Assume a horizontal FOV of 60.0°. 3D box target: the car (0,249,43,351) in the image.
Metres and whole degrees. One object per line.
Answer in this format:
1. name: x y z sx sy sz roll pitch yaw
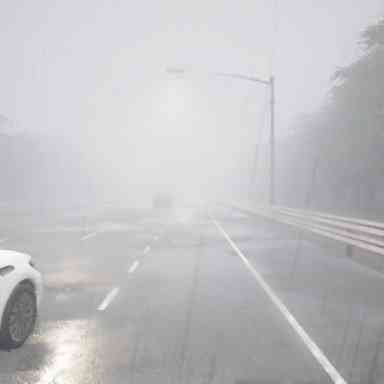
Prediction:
1. car: -3.501 1.223 3.055 2.150 2.045 5.566 0 0 0

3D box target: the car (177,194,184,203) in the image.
1. car: -3.404 1.617 70.893 1.994 1.385 4.181 0 0 0

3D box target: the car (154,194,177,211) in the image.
1. car: -3.486 1.245 41.747 2.150 2.045 5.566 0 0 0
